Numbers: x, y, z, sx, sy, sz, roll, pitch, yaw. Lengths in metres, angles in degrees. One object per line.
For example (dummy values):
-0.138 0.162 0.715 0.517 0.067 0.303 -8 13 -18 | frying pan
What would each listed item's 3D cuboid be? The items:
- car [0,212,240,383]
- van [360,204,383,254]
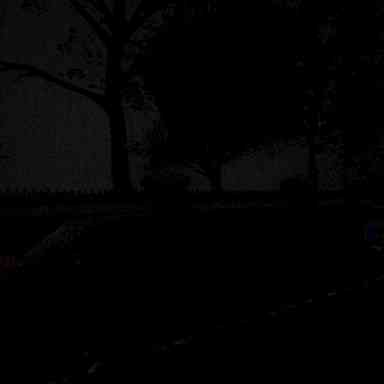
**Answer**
-1.419 1.310 5.545 5.009 1.841 2.192 0 0 -35 | car
7.750 1.308 12.081 3.998 1.788 1.690 0 0 -35 | van
